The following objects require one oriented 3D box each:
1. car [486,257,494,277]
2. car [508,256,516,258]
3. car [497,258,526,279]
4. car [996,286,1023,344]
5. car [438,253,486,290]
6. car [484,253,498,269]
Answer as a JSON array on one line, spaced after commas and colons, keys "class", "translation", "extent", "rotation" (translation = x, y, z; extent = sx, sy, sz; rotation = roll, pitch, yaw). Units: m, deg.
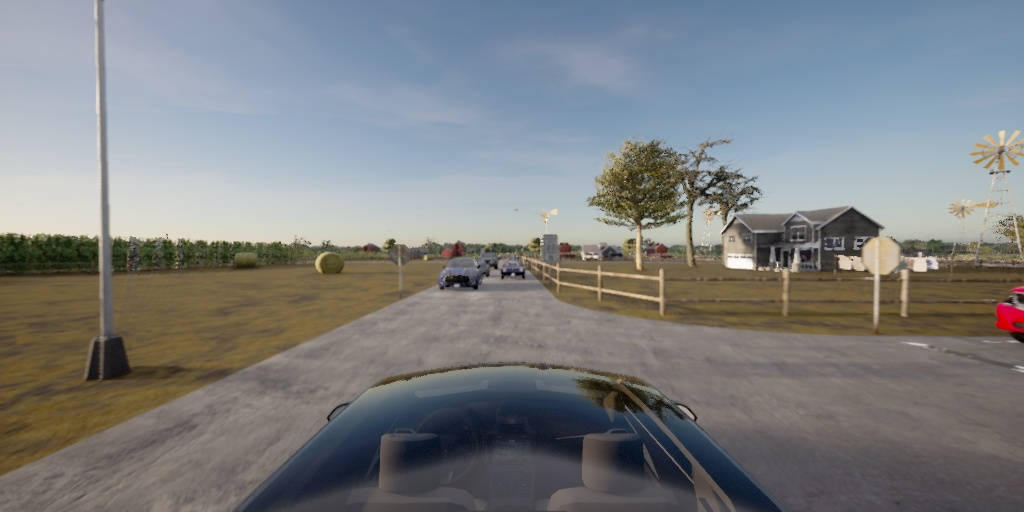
[{"class": "car", "translation": [-2.879, 1.030, 30.500], "extent": [1.994, 1.385, 4.181], "rotation": [-1, 0, 0]}, {"class": "car", "translation": [0.064, 0.949, 43.626], "extent": [1.895, 1.301, 4.718], "rotation": [-1, 0, 0]}, {"class": "car", "translation": [0.072, 1.052, 28.350], "extent": [1.895, 1.301, 4.718], "rotation": [-1, 0, 0]}, {"class": "car", "translation": [12.968, 0.925, 6.731], "extent": [5.566, 2.045, 2.150], "rotation": [0, 1, 1]}, {"class": "car", "translation": [-2.843, 0.895, 20.516], "extent": [2.097, 1.767, 4.553], "rotation": [-1, 1, -1]}, {"class": "car", "translation": [-2.879, 0.593, 44.842], "extent": [2.150, 2.045, 5.566], "rotation": [-1, 0, 0]}]
